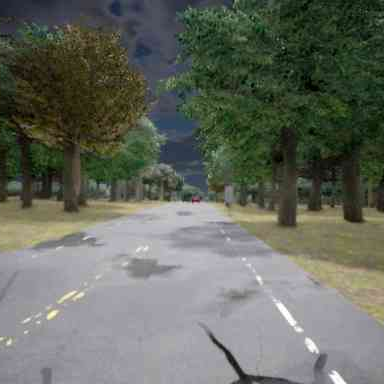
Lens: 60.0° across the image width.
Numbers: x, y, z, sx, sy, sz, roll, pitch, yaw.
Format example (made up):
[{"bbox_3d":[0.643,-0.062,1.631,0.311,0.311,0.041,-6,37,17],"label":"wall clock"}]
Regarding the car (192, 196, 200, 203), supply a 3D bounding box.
[{"bbox_3d":[1.018,2.062,91.302,2.150,2.045,5.566,0,-1,1],"label":"car"}]
